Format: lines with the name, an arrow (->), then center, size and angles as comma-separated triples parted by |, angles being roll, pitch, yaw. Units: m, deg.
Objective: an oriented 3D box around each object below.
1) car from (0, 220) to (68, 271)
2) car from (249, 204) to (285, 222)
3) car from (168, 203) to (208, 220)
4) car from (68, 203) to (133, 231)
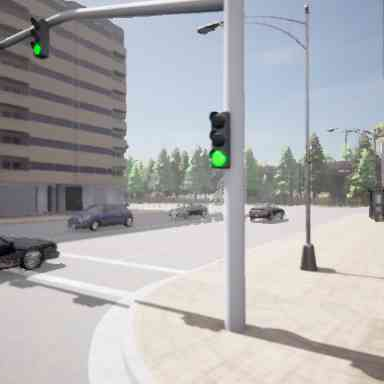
car -> -6.378, 1.652, 9.003 | 2.033, 1.411, 5.357 | -1, -1, 33
car -> 6.593, 1.750, 29.048 | 2.128, 1.511, 4.902 | -1, -1, 33
car -> -0.278, 1.783, 31.474 | 2.128, 1.511, 4.902 | -1, -1, 33
car -> -6.116, 1.579, 22.476 | 2.097, 1.767, 4.553 | -1, -1, 33
